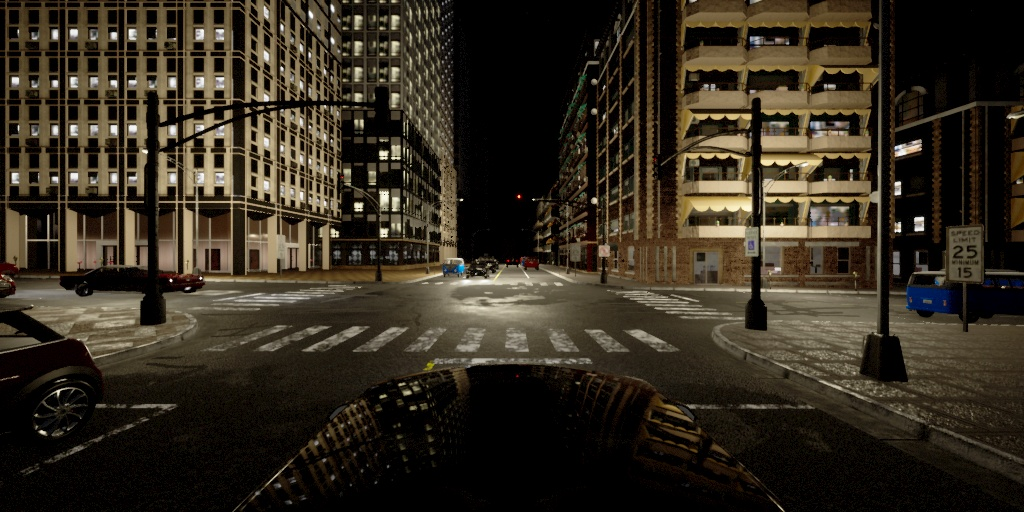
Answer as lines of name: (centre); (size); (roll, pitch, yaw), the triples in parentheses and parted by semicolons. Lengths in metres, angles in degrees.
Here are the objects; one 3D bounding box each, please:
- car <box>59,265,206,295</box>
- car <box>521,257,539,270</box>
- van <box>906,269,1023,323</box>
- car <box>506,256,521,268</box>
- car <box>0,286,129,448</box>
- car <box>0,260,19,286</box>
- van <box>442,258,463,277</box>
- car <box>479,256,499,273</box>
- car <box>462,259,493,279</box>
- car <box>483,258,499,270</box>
car: (-16.395, 1.066, 15.703); (4.718, 1.301, 1.895); (1, 0, 0)
car: (2.749, 1.080, 51.441); (2.192, 1.841, 5.009); (0, 0, 0)
van: (16.926, 1.453, 13.013); (3.998, 1.789, 1.690); (0, 0, 0)
car: (0.077, 0.994, 63.900); (2.150, 2.045, 5.566); (0, 0, 0)
car: (-5.689, 1.190, 2.323); (1.967, 1.591, 4.097); (0, 0, 0)
car: (-21.133, 0.818, 13.109); (4.097, 1.591, 1.967); (0, 0, 0)
van: (-5.650, 1.097, 34.797); (1.690, 1.789, 3.998); (0, 0, 0)
car: (-3.044, 0.982, 42.878); (2.150, 2.045, 5.566); (0, 0, 1)
car: (-3.058, 1.260, 32.756); (1.837, 1.490, 4.892); (0, 0, 0)
car: (-3.031, 1.118, 53.194); (2.097, 1.767, 4.553); (0, 0, 0)
